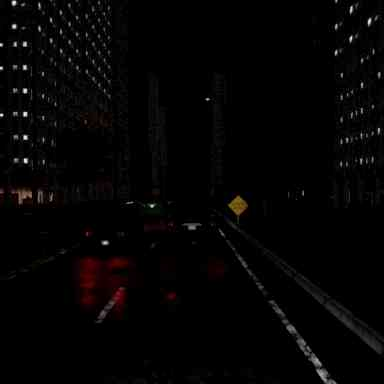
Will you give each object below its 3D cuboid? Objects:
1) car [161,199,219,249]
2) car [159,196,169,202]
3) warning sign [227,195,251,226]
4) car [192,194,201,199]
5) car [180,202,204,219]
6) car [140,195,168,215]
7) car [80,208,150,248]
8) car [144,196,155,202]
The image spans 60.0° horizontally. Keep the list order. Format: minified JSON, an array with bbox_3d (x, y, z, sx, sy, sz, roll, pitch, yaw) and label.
[{"bbox_3d":[0.000,1.361,14.622,2.097,1.767,4.553,0,0,0],"label":"car"},{"bbox_3d":[-6.499,1.523,76.747,1.994,1.385,4.181,0,0,0],"label":"car"},{"bbox_3d":[2.865,1.108,20.605,1.300,1.860,1.060,1,1,0],"label":"warning sign"},{"bbox_3d":[1.138,1.328,86.601,2.097,1.767,4.553,0,0,0],"label":"car"},{"bbox_3d":[0.000,1.607,29.684,1.895,1.301,4.718,0,0,0],"label":"car"},{"bbox_3d":[-3.250,1.248,29.683,2.150,2.045,5.566,0,0,0],"label":"car"},{"bbox_3d":[-3.250,1.611,14.683,1.895,1.301,4.718,0,0,0],"label":"car"},{"bbox_3d":[-9.750,1.566,76.717,1.895,1.301,4.718,0,0,0],"label":"car"}]
